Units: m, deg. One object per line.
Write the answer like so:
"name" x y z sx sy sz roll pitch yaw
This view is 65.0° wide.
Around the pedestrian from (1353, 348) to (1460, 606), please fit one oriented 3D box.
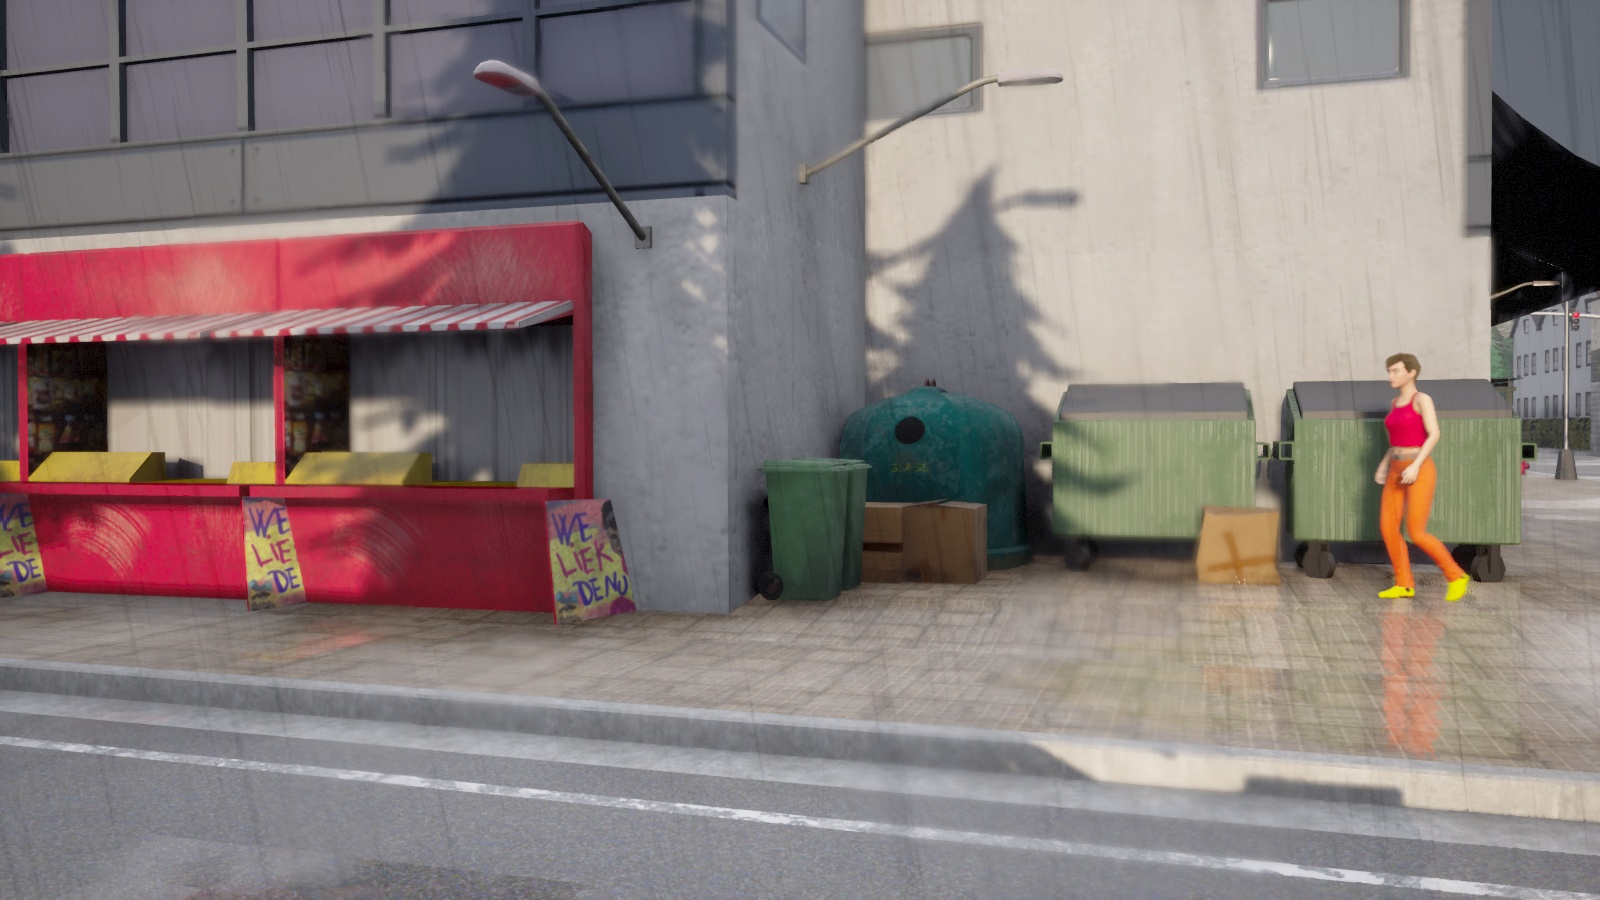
"pedestrian" 4.424 0.193 9.174 0.594 1.836 0.345 0 1 -10
